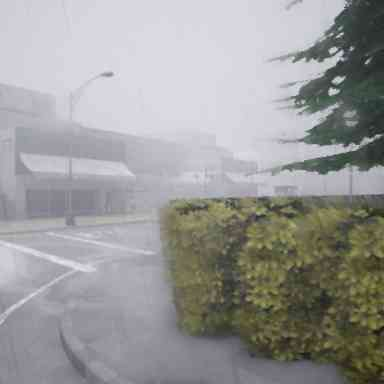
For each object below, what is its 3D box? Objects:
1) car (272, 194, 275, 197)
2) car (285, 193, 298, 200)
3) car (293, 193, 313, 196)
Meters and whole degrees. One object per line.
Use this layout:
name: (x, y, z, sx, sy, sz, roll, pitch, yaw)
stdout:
car: (18.960, 1.270, 75.294, 1.970, 1.475, 3.806, 0, 0, 39)
car: (27.112, 1.165, 90.635, 1.932, 1.855, 4.605, 0, 0, 39)
car: (26.234, 1.375, 78.484, 2.007, 1.523, 4.514, 0, 0, 39)
